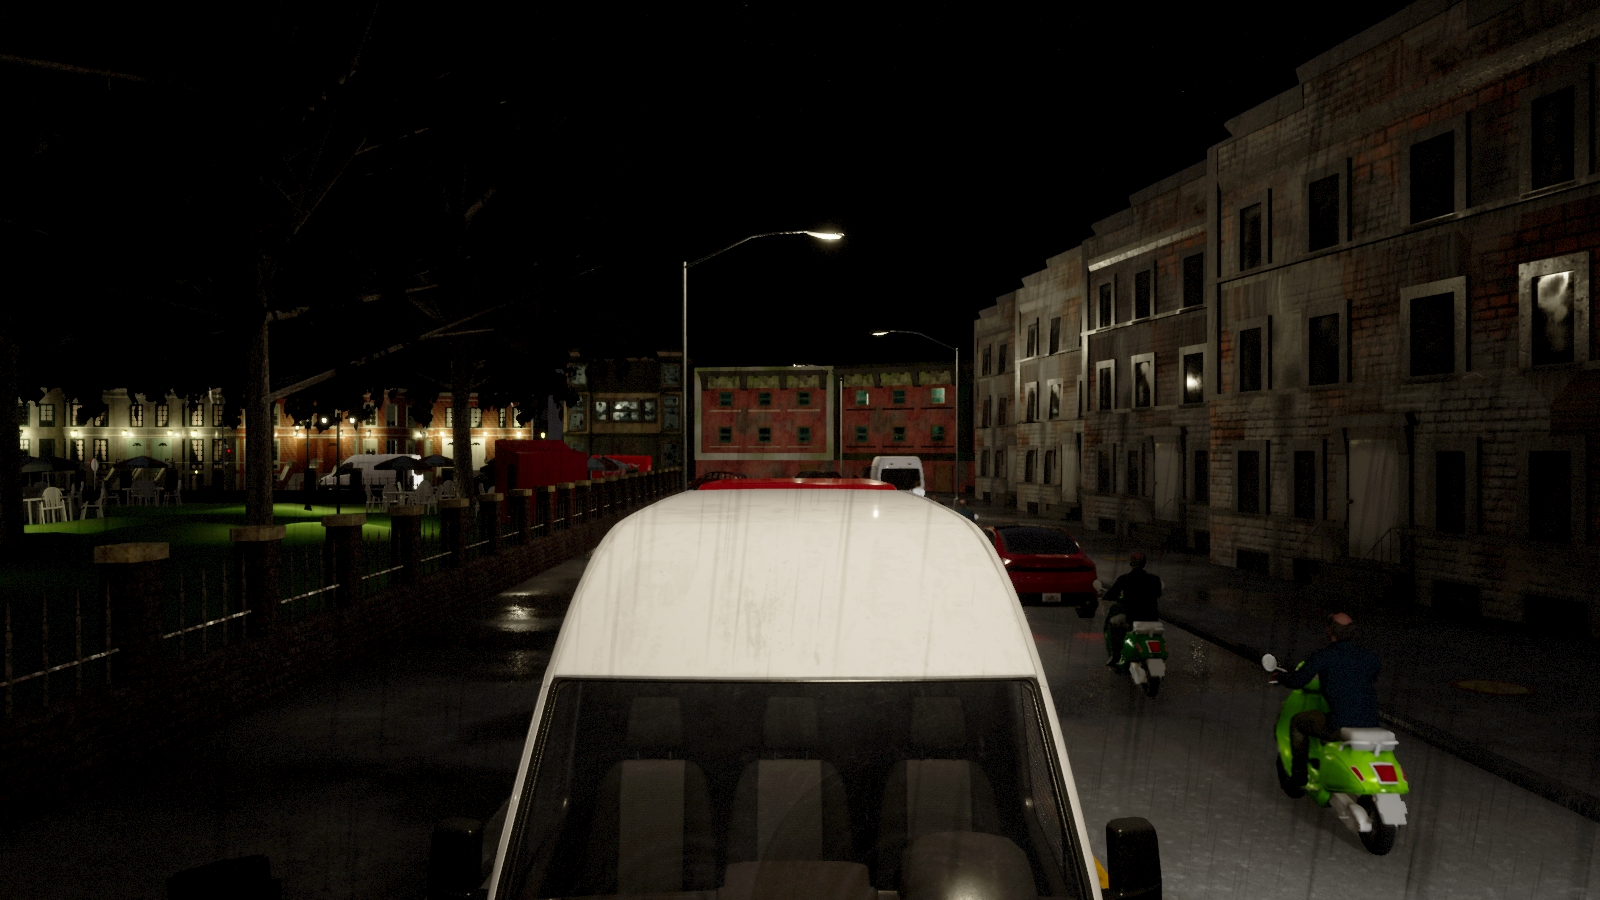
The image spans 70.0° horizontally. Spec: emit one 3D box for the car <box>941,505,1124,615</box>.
[{"bbox_3d":[3.943,1.841,20.333,2.231,1.480,4.892,0,0,0],"label":"car"}]

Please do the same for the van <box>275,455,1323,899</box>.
[{"bbox_3d":[-0.006,1.314,5.127,1.988,2.561,5.915,0,0,0],"label":"van"}]

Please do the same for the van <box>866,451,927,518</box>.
[{"bbox_3d":[3.853,1.314,46.664,1.988,2.561,5.915,0,0,0],"label":"van"}]

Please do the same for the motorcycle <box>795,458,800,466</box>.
[{"bbox_3d":[-0.384,1.962,183.190,0.856,1.236,1.805,0,0,0],"label":"motorcycle"}]
